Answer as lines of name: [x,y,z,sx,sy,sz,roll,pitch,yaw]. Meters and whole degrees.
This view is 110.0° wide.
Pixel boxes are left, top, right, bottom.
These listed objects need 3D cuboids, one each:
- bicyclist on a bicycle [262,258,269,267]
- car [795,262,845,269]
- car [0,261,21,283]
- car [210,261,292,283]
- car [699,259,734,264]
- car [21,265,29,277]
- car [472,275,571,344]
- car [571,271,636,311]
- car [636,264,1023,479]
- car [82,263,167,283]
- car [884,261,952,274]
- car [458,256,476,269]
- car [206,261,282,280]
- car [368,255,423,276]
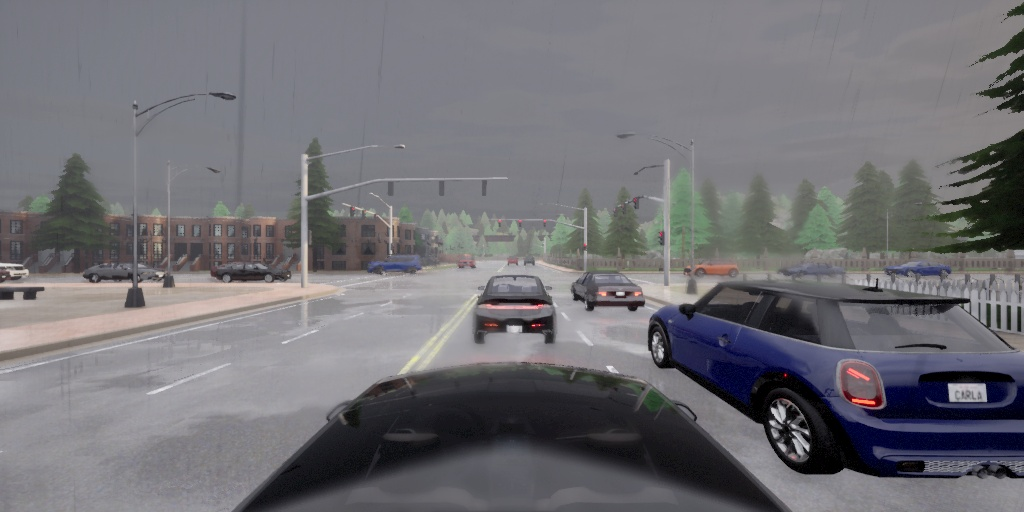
bicyclist on a bicycle: [-28.735,1.053,41.685,0.582,1.620,1.656,0,0,-1]
car: [28.300,1.297,33.929,5.357,1.411,2.033,0,0,1]
car: [-39.168,1.228,25.243,5.008,1.535,1.882,0,0,-18]
car: [-19.502,1.228,27.231,5.008,1.535,1.882,0,0,-1]
car: [18.775,1.102,33.963,4.553,1.767,2.097,0,0,0]
car: [-42.171,0.971,27.913,5.566,2.045,2.150,0,0,-21]
car: [0.079,1.242,9.555,2.128,1.511,4.902,0,0,1]
car: [3.610,1.297,14.380,2.033,1.411,5.357,0,0,1]
car: [3.608,1.102,4.963,2.097,1.767,4.553,0,0,0]
car: [-28.998,1.242,26.961,4.902,1.511,2.128,0,0,-4]
car: [38.258,1.228,33.893,5.008,1.535,1.882,0,0,0]
car: [-6.970,0.973,55.873,2.150,2.045,5.566,0,0,0]
car: [-22.811,1.228,30.669,5.008,1.535,1.882,0,0,-1]
car: [-12.230,0.970,37.792,5.566,2.045,2.150,0,2,-18]
